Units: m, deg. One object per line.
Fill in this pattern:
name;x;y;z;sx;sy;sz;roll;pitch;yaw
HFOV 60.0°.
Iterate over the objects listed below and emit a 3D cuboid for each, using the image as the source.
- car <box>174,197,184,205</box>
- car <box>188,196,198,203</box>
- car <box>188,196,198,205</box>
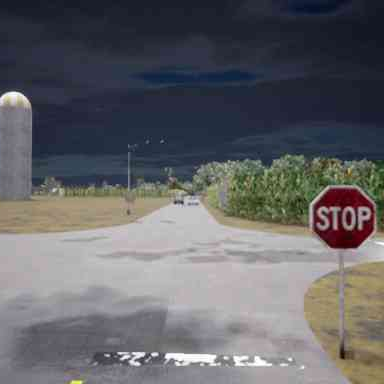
car;-2.568;1.671;65.245;1.882;1.535;5.008;0;0;0
car;0.199;1.579;71.073;2.033;1.411;5.357;0;0;0
car;0.171;1.784;61.095;1.895;1.301;4.718;0;0;0
